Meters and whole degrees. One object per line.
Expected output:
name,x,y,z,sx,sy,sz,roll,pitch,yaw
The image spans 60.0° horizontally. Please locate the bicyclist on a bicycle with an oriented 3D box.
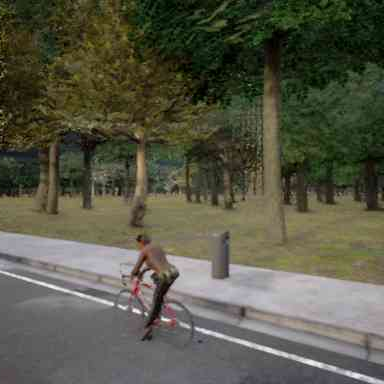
bicyclist on a bicycle,-0.641,1.478,5.148,1.656,1.620,0.582,-1,-1,36
